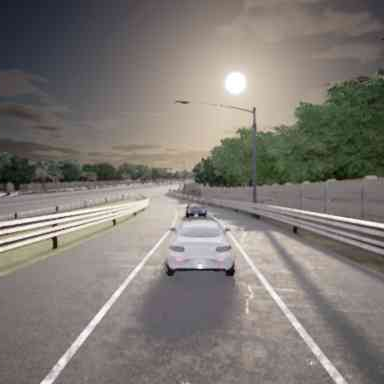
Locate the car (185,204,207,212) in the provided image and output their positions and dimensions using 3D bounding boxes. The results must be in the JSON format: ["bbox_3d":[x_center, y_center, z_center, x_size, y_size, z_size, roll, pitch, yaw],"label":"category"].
[{"bbox_3d":[0.304,1.746,31.188,1.895,1.301,4.718,0,0,-2],"label":"car"}]

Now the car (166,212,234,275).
[{"bbox_3d":[0.254,1.577,10.480,1.812,1.442,4.674,0,0,1],"label":"car"}]
